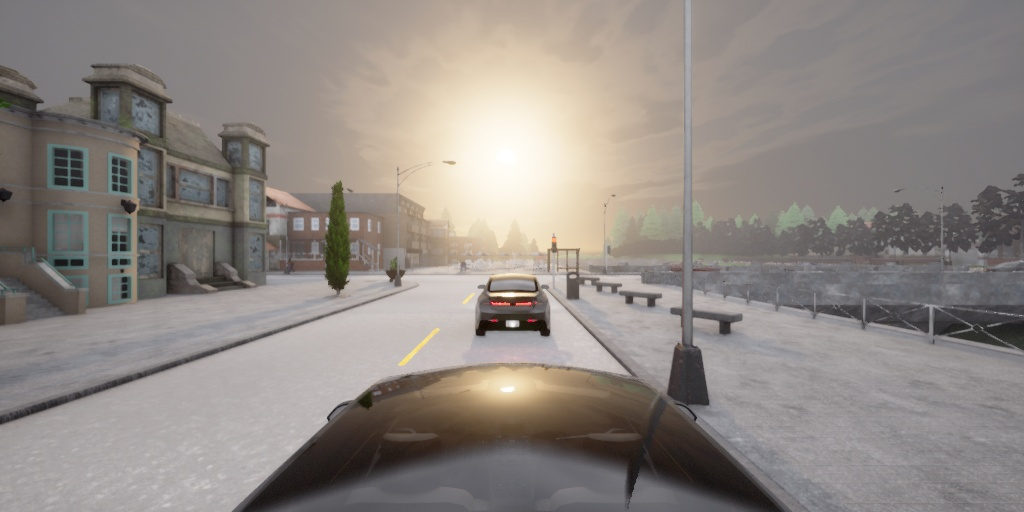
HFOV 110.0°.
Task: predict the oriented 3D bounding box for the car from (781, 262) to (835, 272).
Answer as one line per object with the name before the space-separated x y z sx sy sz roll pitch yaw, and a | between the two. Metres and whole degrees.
car | 28.801 1.292 34.945 4.181 1.385 1.994 0 0 0

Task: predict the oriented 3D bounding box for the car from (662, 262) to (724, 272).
car | 15.538 1.209 30.855 5.008 1.535 1.882 0 0 1

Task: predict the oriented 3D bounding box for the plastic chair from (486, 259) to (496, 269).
plastic chair | -2.957 1.248 50.645 0.730 1.272 0.750 0 0 0

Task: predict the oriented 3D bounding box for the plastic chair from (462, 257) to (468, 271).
plastic chair | -7.053 1.245 56.177 0.750 1.272 0.730 0 0 -1

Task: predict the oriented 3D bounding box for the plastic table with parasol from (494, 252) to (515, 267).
plastic table with parasol | -1.206 0.640 57.745 2.482 2.480 2.482 0 0 0

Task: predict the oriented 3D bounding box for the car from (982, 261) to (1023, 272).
car | 48.986 1.263 34.851 4.892 1.490 1.837 0 0 0

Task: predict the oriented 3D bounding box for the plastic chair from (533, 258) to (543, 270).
plastic chair | 3.443 1.249 48.745 0.750 1.272 0.730 0 0 0

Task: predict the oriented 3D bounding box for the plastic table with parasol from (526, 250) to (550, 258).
plastic table with parasol | 3.583 0.645 50.015 2.482 2.480 2.482 0 0 0

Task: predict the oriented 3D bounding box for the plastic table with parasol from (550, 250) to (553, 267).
plastic table with parasol | 4.994 0.639 58.644 2.482 2.480 2.482 0 0 0

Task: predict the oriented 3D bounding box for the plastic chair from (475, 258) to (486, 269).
plastic chair | -4.357 1.249 49.545 0.750 1.272 0.730 0 0 0

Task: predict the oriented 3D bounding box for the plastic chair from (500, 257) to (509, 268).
plastic chair | -1.256 1.244 56.545 0.750 1.272 0.730 0 0 0

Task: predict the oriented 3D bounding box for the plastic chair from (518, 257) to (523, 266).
plastic chair | 1.047 1.239 64.176 0.750 1.272 0.730 0 0 -1

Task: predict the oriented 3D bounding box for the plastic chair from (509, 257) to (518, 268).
plastic chair | 0.144 1.244 57.645 0.730 1.272 0.750 0 0 0

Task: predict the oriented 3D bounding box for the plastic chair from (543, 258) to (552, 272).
plastic chair | 4.843 1.249 49.844 0.730 1.272 0.750 0 0 0

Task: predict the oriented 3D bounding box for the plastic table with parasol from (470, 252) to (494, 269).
plastic table with parasol | -4.237 0.644 50.765 2.482 2.480 2.482 0 0 0

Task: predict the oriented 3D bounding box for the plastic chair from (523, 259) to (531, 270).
plastic chair | 2.243 1.248 50.045 0.730 1.272 0.750 0 0 0

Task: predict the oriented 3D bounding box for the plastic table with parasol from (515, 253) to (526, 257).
plastic table with parasol | 1.164 0.635 65.355 2.482 2.480 2.482 0 0 0

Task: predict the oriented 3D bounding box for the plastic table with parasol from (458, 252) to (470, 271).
plastic table with parasol | -7.126 0.640 57.355 2.482 2.480 2.482 0 0 0

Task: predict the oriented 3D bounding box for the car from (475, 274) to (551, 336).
car | 0.035 1.249 10.344 1.837 1.490 4.892 0 0 1

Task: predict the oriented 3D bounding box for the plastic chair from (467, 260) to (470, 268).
plastic chair | -5.557 1.248 50.845 0.730 1.272 0.750 0 0 0

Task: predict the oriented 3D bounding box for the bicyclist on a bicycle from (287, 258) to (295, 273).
bicyclist on a bicycle | -24.188 1.075 39.139 0.582 1.620 1.656 0 0 0
